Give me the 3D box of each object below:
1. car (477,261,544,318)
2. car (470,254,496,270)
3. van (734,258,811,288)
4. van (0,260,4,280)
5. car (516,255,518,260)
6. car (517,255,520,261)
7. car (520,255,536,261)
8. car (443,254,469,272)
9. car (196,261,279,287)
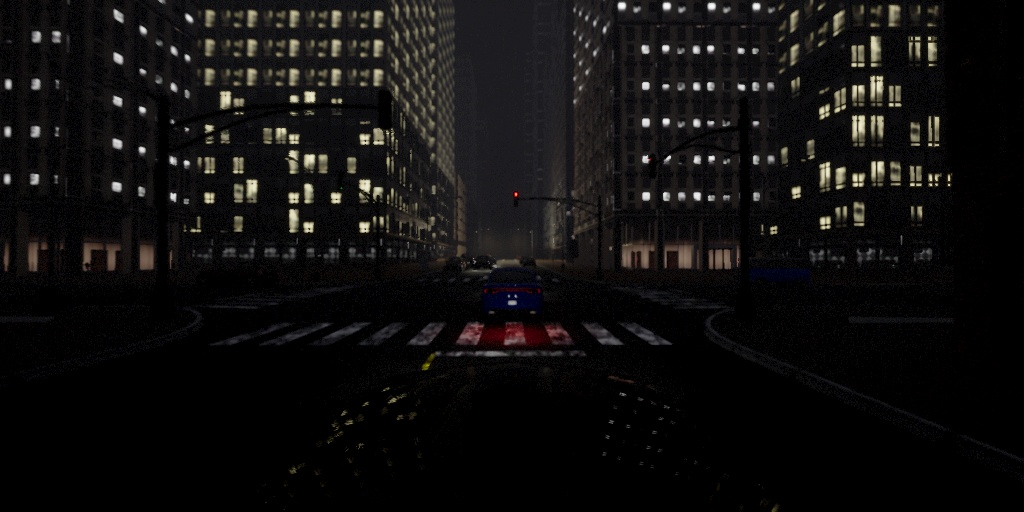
[{"bbox_3d":[0.002,1.118,12.508,1.882,1.535,5.008,0,1,0],"label":"car"},{"bbox_3d":[-3.381,0.695,42.023,2.097,1.767,4.553,0,1,0],"label":"car"},{"bbox_3d":[15.836,0.998,21.910,3.998,1.789,1.690,0,0,0],"label":"van"},{"bbox_3d":[-33.583,0.924,21.665,3.998,1.789,1.690,0,0,0],"label":"van"},{"bbox_3d":[2.234,0.674,65.265,1.948,1.339,4.313,0,0,0],"label":"car"},{"bbox_3d":[2.273,0.690,59.859,1.751,1.417,4.829,0,0,0],"label":"car"},{"bbox_3d":[2.353,0.859,48.534,1.802,1.307,4.207,0,0,0],"label":"car"},{"bbox_3d":[-5.946,0.831,37.262,1.967,1.591,4.097,0,0,0],"label":"car"},{"bbox_3d":[-16.637,1.046,21.750,4.097,1.591,1.967,0,0,0],"label":"car"}]
